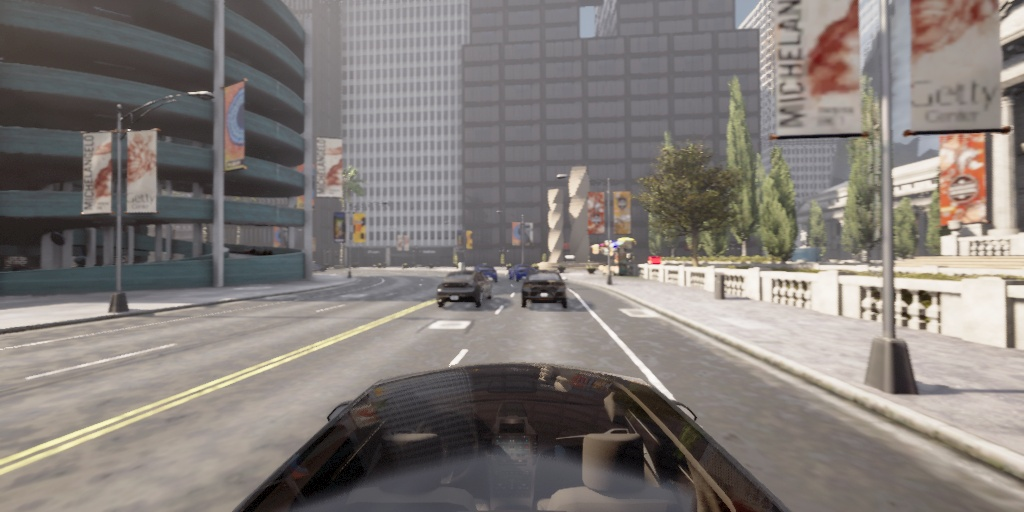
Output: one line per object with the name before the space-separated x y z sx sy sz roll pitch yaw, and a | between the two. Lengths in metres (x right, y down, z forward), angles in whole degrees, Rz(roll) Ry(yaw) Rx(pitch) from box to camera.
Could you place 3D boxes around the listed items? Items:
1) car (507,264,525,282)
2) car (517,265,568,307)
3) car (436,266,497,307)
car | 0.884 1.504 32.737 1.882 1.535 5.008 0 0 -12
car | 1.447 1.353 16.293 1.882 1.535 5.008 0 0 5
car | -2.050 1.400 16.442 1.837 1.490 4.892 0 0 5
